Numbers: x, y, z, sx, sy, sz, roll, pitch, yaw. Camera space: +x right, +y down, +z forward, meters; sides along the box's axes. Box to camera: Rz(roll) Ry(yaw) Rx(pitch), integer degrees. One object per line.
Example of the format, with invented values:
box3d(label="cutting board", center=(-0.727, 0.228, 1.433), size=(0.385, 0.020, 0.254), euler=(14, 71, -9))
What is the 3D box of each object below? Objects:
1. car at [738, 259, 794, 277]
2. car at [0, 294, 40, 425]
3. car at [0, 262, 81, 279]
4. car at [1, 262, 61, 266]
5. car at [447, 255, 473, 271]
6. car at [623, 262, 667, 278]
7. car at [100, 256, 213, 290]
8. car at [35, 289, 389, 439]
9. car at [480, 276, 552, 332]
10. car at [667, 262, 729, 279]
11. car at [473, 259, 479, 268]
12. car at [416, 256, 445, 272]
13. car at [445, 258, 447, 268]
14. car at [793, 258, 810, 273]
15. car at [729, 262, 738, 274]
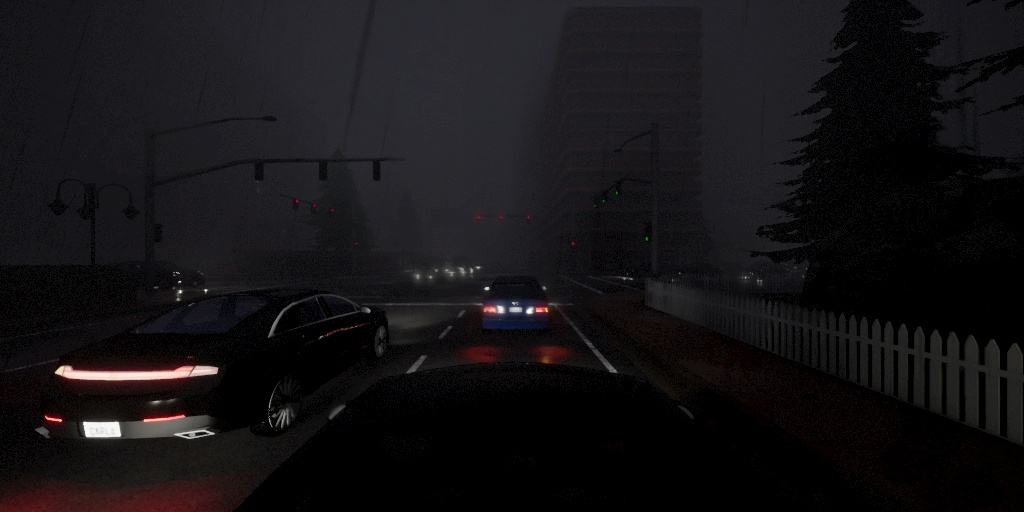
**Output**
box3d(label="car", center=(24.356, 1.242, 34.310), size=(5.357, 1.411, 2.033), euler=(0, 0, -31))
box3d(label="car", center=(-7.100, 1.241, 2.128), size=(2.128, 1.511, 4.902), euler=(0, 0, 0))
box3d(label="car", center=(-42.285, 1.242, 31.925), size=(5.357, 1.411, 2.033), euler=(0, 0, 0))
box3d(label="car", center=(-30.613, 1.242, 21.303), size=(5.357, 1.411, 2.033), euler=(0, 0, 0))
box3d(label="car", center=(-7.076, 0.971, 49.176), size=(2.150, 2.045, 5.566), euler=(0, 0, 0))
box3d(label="car", center=(13.143, 1.242, 33.454), size=(5.357, 1.411, 2.033), euler=(0, 0, -13))
box3d(label="car", center=(-21.124, 1.047, 21.359), size=(4.553, 1.767, 2.097), euler=(0, 0, 0))
box3d(label="car", center=(-3.428, 1.242, 5.433), size=(2.128, 1.511, 4.902), euler=(0, 0, 0))
box3d(label="car", center=(0.119, 1.297, 10.847), size=(2.033, 1.411, 5.357), euler=(0, 0, 1))
box3d(label="car", center=(15.877, 1.259, 30.630), size=(4.181, 1.385, 1.994), euler=(0, 0, -20))
box3d(label="car", center=(-7.047, 1.254, 58.986), size=(1.837, 1.490, 4.892), euler=(0, 0, 0))
box3d(label="car", center=(-10.547, 0.971, 46.015), size=(2.150, 2.045, 5.566), euler=(0, 0, 2))
box3d(label="car", center=(-10.555, 1.102, 55.568), size=(2.097, 1.767, 4.553), euler=(0, 0, 0))
box3d(label="car", center=(32.715, 0.916, 41.017), size=(2.150, 2.045, 5.566), euler=(0, 0, 43))
box3d(label="car", center=(22.042, 1.295, 37.021), size=(4.718, 1.301, 1.895), euler=(0, 0, -30))
